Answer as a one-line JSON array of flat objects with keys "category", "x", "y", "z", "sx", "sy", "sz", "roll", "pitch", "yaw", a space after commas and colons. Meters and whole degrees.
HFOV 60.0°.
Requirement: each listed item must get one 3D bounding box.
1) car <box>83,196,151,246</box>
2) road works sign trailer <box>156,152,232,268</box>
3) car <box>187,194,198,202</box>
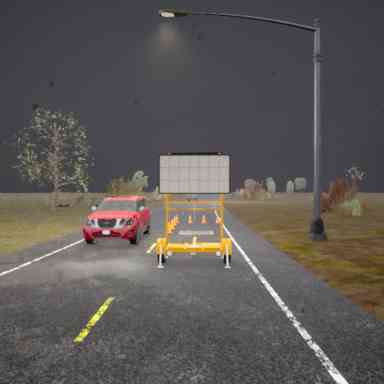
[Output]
[{"category": "car", "x": -3.293, "y": 1.220, "z": 15.735, "sx": 2.150, "sy": 2.045, "sz": 5.566, "roll": 0, "pitch": 0, "yaw": 1}, {"category": "road works sign trailer", "x": 0.085, "y": 0.464, "z": 11.258, "sx": 2.380, "sy": 3.560, "sz": 2.880, "roll": 0, "pitch": 0, "yaw": 1}, {"category": "car", "x": 0.122, "y": 1.202, "z": 76.534, "sx": 2.150, "sy": 2.045, "sz": 5.566, "roll": 0, "pitch": 0, "yaw": 5}]
